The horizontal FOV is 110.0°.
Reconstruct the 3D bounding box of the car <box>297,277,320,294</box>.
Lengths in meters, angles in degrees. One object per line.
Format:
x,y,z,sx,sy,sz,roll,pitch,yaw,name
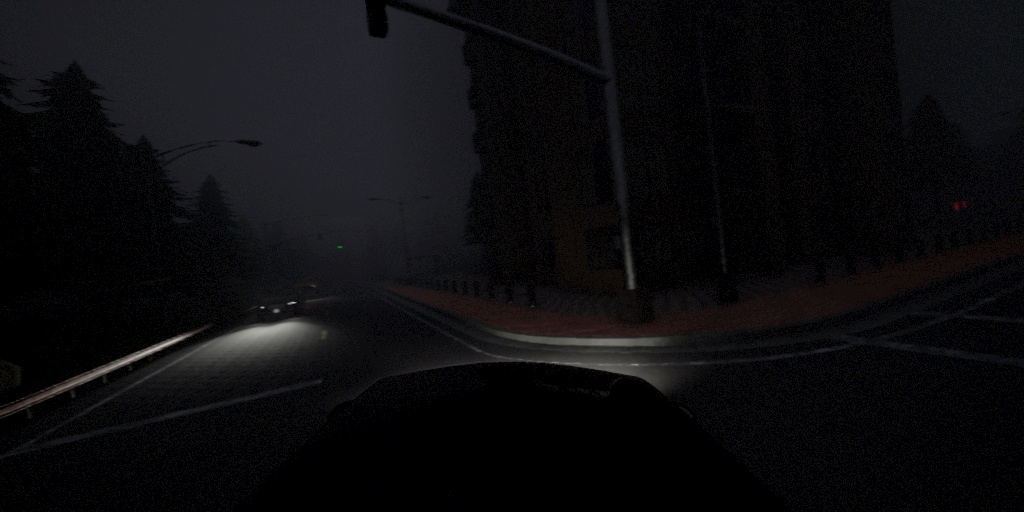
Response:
-19.362,2.794,33.942,1.882,1.535,5.008,-7,1,-26,car

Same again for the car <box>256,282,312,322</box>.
-12.599,2.517,19.706,2.128,1.511,4.902,-7,1,-26,car
